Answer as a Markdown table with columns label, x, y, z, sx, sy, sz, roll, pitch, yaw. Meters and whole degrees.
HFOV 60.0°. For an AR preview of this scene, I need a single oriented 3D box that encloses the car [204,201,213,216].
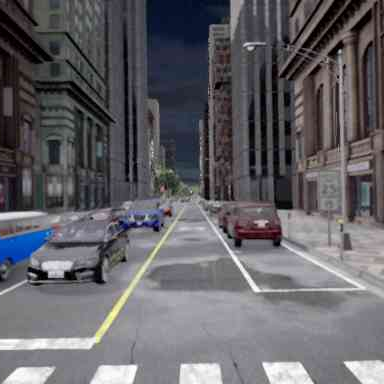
| label | x | y | z | sx | sy | sz | roll | pitch | yaw |
| --- | --- | --- | --- | --- | --- | --- | --- | --- | --- |
| car | 2.789 | 1.948 | 37.355 | 2.008 | 1.369 | 4.403 | -1 | -1 | 0 |

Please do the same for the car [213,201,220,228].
| label | x | y | z | sx | sy | sz | roll | pitch | yaw |
| --- | --- | --- | --- | --- | --- | --- | --- | --- | --- |
| car | 2.767 | 1.501 | 21.037 | 2.192 | 1.841 | 5.009 | -1 | -1 | 0 |

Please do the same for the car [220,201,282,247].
| label | x | y | z | sx | sy | sz | roll | pitch | yaw |
| --- | --- | --- | --- | --- | --- | --- | --- | --- | --- |
| car | 2.761 | 1.432 | 15.597 | 2.192 | 1.841 | 5.009 | -1 | -1 | 0 |

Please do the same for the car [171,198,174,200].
| label | x | y | z | sx | sy | sz | roll | pitch | yaw |
| --- | --- | --- | --- | --- | --- | --- | --- | --- | --- |
| car | -5.693 | 2.642 | 75.439 | 1.802 | 1.307 | 4.206 | -1 | -1 | 0 |

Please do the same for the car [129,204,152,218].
| label | x | y | z | sx | sy | sz | roll | pitch | yaw |
| --- | --- | --- | --- | --- | --- | --- | --- | --- | --- |
| car | -5.735 | 2.089 | 37.356 | 1.887 | 1.381 | 4.507 | -1 | -1 | 0 |

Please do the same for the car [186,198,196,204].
| label | x | y | z | sx | sy | sz | roll | pitch | yaw |
| --- | --- | --- | --- | --- | --- | --- | --- | --- | --- |
| car | 0.086 | 2.692 | 89.953 | 1.895 | 1.301 | 4.718 | -1 | -1 | 0 |

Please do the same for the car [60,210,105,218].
| label | x | y | z | sx | sy | sz | roll | pitch | yaw |
| --- | --- | --- | --- | --- | --- | --- | --- | --- | --- |
| car | -5.761 | 1.705 | 15.594 | 1.967 | 1.590 | 4.097 | -1 | -1 | 0 |

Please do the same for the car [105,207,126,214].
| label | x | y | z | sx | sy | sz | roll | pitch | yaw |
| --- | --- | --- | --- | --- | --- | --- | --- | --- | --- |
| car | -5.753 | 1.878 | 21.033 | 1.887 | 1.381 | 4.507 | -1 | -1 | 0 |

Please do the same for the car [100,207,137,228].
| label | x | y | z | sx | sy | sz | roll | pitch | yaw |
| --- | --- | --- | --- | --- | --- | --- | --- | --- | --- |
| car | -5.747 | 1.970 | 26.474 | 1.947 | 1.339 | 4.313 | -1 | -1 | 0 |

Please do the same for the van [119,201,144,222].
| label | x | y | z | sx | sy | sz | roll | pitch | yaw |
| --- | --- | --- | --- | --- | --- | --- | --- | --- | --- |
| van | -5.744 | 1.815 | 31.918 | 1.690 | 1.788 | 3.998 | -1 | -1 | 0 |

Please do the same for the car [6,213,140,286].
| label | x | y | z | sx | sy | sz | roll | pitch | yaw |
| --- | --- | --- | --- | --- | --- | --- | --- | --- | --- |
| car | -3.104 | 1.641 | 10.026 | 2.128 | 1.511 | 4.902 | -1 | -1 | 0 |

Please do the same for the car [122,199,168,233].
| label | x | y | z | sx | sy | sz | roll | pitch | yaw |
| --- | --- | --- | --- | --- | --- | --- | --- | --- | --- |
| car | -3.089 | 1.527 | 22.273 | 2.150 | 2.045 | 5.566 | -1 | -1 | 0 |

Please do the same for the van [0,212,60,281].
| label | x | y | z | sx | sy | sz | roll | pitch | yaw |
| --- | --- | --- | --- | --- | --- | --- | --- | --- | --- |
| van | -5.768 | 1.538 | 10.155 | 1.690 | 1.788 | 3.998 | -1 | -1 | 0 |

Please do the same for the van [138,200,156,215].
| label | x | y | z | sx | sy | sz | roll | pitch | yaw |
| --- | --- | --- | --- | --- | --- | --- | --- | --- | --- |
| van | -5.732 | 1.956 | 42.799 | 1.690 | 1.788 | 3.998 | -1 | -1 | 0 |

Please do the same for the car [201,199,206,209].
| label | x | y | z | sx | sy | sz | roll | pitch | yaw |
| --- | --- | --- | --- | --- | --- | --- | --- | --- | --- |
| car | 2.800 | 1.978 | 48.237 | 1.967 | 1.590 | 4.097 | -1 | -1 | 0 |

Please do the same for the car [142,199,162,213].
| label | x | y | z | sx | sy | sz | roll | pitch | yaw |
| --- | --- | --- | --- | --- | --- | --- | --- | --- | --- |
| car | -5.726 | 2.001 | 48.241 | 2.192 | 1.841 | 5.009 | -1 | -1 | 0 |

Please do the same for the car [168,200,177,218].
| label | x | y | z | sx | sy | sz | roll | pitch | yaw |
| --- | --- | --- | --- | --- | --- | --- | --- | --- | --- |
| car | -3.050 | 1.961 | 36.195 | 1.882 | 1.535 | 5.008 | -1 | -1 | 1 |

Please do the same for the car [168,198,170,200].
| label | x | y | z | sx | sy | sz | roll | pitch | yaw |
| --- | --- | --- | --- | --- | --- | --- | --- | --- | --- |
| car | -5.714 | 2.142 | 59.122 | 2.192 | 1.841 | 5.009 | -1 | -1 | 0 |
